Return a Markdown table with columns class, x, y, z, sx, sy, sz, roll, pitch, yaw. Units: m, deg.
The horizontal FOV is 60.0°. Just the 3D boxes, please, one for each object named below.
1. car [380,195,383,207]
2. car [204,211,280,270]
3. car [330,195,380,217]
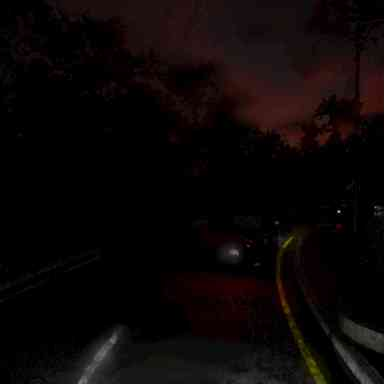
| class | x | y | z | sx | sy | sz | roll | pitch | yaw |
| --- | --- | --- | --- | --- | --- | --- | --- | --- | --- |
| car | 22.763 | 1.015 | 40.357 | 4.181 | 1.385 | 1.994 | -1 | 2 | -40 |
| car | 1.782 | 1.372 | 10.940 | 1.882 | 1.535 | 5.008 | 0 | 1 | 16 |
| car | 12.788 | 1.197 | 26.420 | 4.892 | 1.490 | 1.837 | -1 | 1 | -41 |
